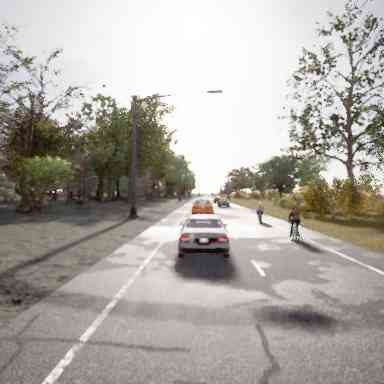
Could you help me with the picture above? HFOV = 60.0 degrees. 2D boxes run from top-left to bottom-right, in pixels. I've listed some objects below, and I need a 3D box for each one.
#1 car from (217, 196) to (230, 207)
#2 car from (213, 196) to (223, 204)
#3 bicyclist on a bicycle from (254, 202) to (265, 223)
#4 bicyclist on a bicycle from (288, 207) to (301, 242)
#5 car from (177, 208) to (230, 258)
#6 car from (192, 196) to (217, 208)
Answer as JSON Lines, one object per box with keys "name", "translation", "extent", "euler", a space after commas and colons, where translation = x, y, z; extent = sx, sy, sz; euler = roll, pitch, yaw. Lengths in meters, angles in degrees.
{"name": "car", "translation": [5.213, 1.742, 54.871], "extent": [2.033, 1.411, 5.357], "euler": [1, 0, 2]}
{"name": "car", "translation": [5.678, 1.748, 73.600], "extent": [1.837, 1.490, 4.892], "euler": [1, 0, 2]}
{"name": "bicyclist on a bicycle", "translation": [5.214, 1.558, 25.541], "extent": [0.866, 1.612, 1.509], "euler": [1, 0, 1]}
{"name": "bicyclist on a bicycle", "translation": [4.904, 1.547, 15.942], "extent": [0.582, 1.620, 1.656], "euler": [1, 0, 2]}
{"name": "car", "translation": [0.448, 1.584, 13.020], "extent": [2.033, 1.411, 5.357], "euler": [1, 0, 2]}
{"name": "car", "translation": [1.044, 1.445, 32.784], "extent": [2.097, 1.767, 4.553], "euler": [1, 0, 2]}
